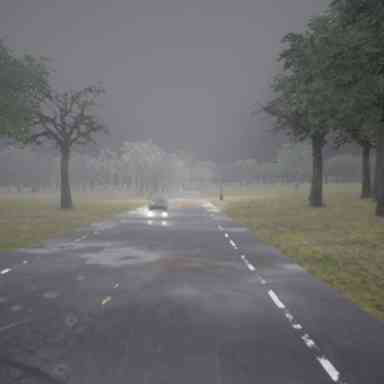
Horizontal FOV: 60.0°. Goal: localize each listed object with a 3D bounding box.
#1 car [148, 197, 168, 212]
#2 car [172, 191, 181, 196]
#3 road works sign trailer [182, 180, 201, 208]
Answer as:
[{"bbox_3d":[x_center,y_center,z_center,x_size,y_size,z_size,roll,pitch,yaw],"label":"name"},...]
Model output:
[{"bbox_3d":[-3.603,1.336,36.099,1.837,1.490,4.892,0,0,0],"label":"car"},{"bbox_3d":[-3.524,0.450,77.540,1.837,1.490,4.892,0,1,0],"label":"car"},{"bbox_3d":[-0.014,0.219,43.431,2.380,3.560,2.880,0,1,0],"label":"road works sign trailer"}]
